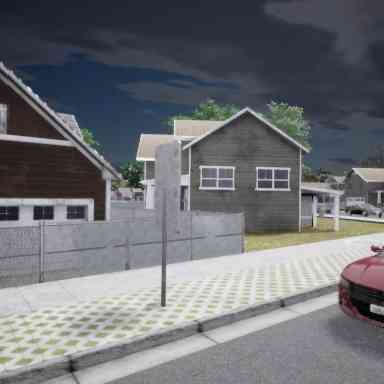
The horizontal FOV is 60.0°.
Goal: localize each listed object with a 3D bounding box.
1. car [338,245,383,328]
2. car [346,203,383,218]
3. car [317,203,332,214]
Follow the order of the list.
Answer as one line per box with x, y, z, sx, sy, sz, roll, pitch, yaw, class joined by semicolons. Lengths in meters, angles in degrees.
4.801;1.480;6.375;5.008;1.535;1.882;0;0;-36;car
18.948;2.020;36.767;2.128;1.511;4.902;1;-2;-5;car
17.922;2.320;47.099;1.837;1.490;4.892;1;-2;-6;car
